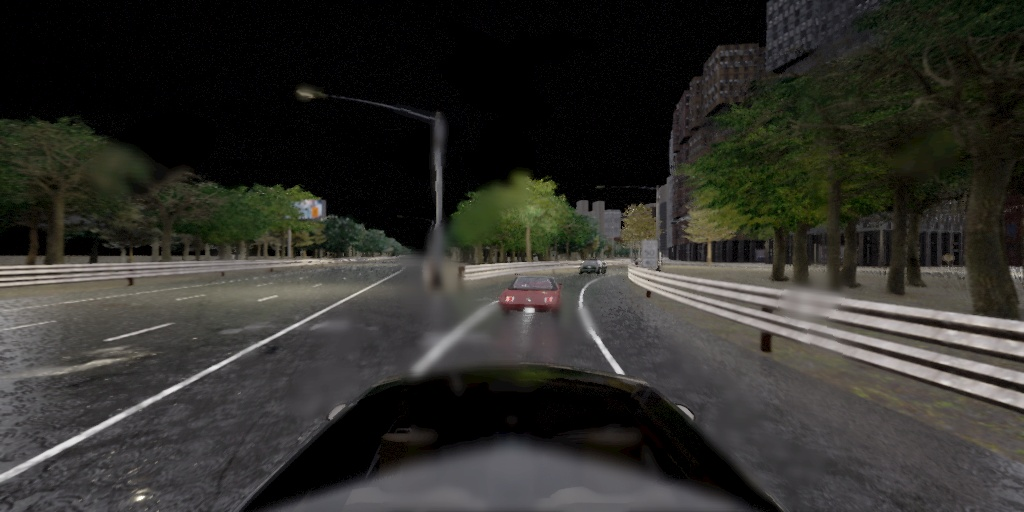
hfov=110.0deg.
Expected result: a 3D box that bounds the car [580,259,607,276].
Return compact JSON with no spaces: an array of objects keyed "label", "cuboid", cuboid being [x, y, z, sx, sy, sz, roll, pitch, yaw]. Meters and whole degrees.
[{"label":"car","cuboid":[8.881,1.140,38.689,2.097,1.767,4.553,1,0,26]}]

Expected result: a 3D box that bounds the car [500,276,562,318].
[{"label":"car","cuboid":[0.870,1.358,13.087,1.895,1.301,4.718,0,0,8]}]
